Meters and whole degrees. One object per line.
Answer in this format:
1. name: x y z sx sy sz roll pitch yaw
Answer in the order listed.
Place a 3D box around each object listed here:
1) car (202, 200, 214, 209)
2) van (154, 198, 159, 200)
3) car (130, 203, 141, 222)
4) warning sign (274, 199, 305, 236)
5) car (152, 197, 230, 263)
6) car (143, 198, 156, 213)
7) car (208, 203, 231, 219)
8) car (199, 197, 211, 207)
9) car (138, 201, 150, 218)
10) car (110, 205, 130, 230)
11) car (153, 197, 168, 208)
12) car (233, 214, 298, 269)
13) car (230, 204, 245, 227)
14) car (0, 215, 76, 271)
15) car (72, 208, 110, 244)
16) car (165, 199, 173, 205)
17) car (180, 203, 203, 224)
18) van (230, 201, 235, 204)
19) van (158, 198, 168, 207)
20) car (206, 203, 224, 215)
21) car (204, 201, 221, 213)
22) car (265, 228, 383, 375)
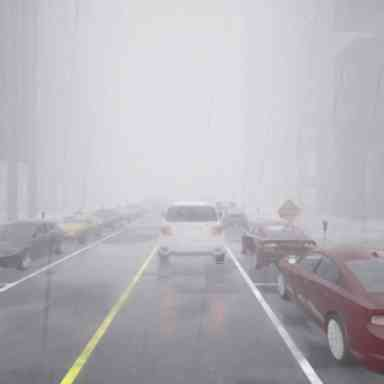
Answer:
1. car: 2.697 2.126 56.477 1.887 1.381 4.507 0 -1 0
2. van: -5.816 1.800 45.183 1.690 1.788 3.998 0 -1 0
3. car: -5.796 1.863 28.271 1.802 1.307 4.206 0 -1 0
4. warning sign: 5.050 1.286 17.252 1.300 1.860 1.060 0 0 0
5. car: -0.003 1.349 12.583 2.150 2.045 5.566 0 0 0
6. car: -5.809 1.839 39.546 1.967 1.590 4.097 0 -1 0
7. car: 2.722 1.891 33.934 2.008 1.369 4.403 0 -1 0
8. car: 2.683 2.020 67.751 2.192 1.841 5.009 0 -1 0
9. car: -5.802 1.906 33.908 1.947 1.339 4.313 0 -1 0
10. car: -5.789 1.790 22.635 1.947 1.339 4.313 0 -1 0
11. car: -5.835 1.957 62.091 2.192 1.841 5.009 0 -1 0
12. car: 2.749 1.657 11.390 1.887 1.381 4.507 0 -1 0
13. car: 2.736 1.776 22.662 2.008 1.369 4.403 0 -1 0
14. car: -5.776 1.677 11.362 1.947 1.339 4.313 0 -1 0
15. car: -5.783 1.691 16.829 1.752 1.417 4.829 0 -1 0
16. car: -5.861 2.440 84.634 1.887 1.381 4.507 0 -1 0
17. car: -0.009 1.791 28.504 1.837 1.490 4.892 0 0 0
18. van: 2.729 1.623 28.300 1.690 1.788 3.998 0 -1 0
19. van: -5.842 2.046 67.726 1.690 1.788 3.998 0 -1 0
20. car: 2.716 1.982 39.570 1.802 1.307 4.206 0 -1 0
21. car: 2.710 2.011 45.206 2.008 1.369 4.403 0 -1 0
22. car: 2.755 1.602 5.754 1.887 1.381 4.507 0 -1 0
